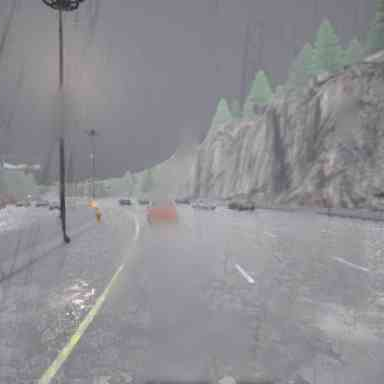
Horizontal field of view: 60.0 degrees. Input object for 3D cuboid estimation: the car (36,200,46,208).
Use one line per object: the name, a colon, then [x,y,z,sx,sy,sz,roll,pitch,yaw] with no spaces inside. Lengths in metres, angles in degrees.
car: [-26.093,2.031,58.359,1.994,1.385,4.181,-1,0,-17]

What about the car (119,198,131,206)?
car: [-12.767,1.797,63.104,1.882,1.535,5.008,-1,0,-17]

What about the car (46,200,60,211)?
car: [-18.847,1.916,46.783,1.994,1.385,4.181,-1,0,-17]

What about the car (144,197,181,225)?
car: [-2.364,1.447,25.575,2.097,1.767,4.553,-1,0,-10]

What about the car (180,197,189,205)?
car: [-1.895,1.690,63.457,1.837,1.490,4.892,-1,0,-17]

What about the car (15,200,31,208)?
car: [-30.028,2.073,59.249,1.994,1.385,4.181,-1,0,-17]

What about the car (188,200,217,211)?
car: [1.458,1.692,42.632,1.895,1.301,4.718,-1,0,-17]

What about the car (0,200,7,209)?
car: [-32.766,2.092,56.265,2.033,1.411,5.357,-1,0,-17]

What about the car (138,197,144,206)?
car: [-9.231,1.767,63.505,2.128,1.511,4.902,-1,0,-17]

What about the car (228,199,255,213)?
car: [5.625,1.519,38.381,2.128,1.511,4.902,-1,0,-14]
